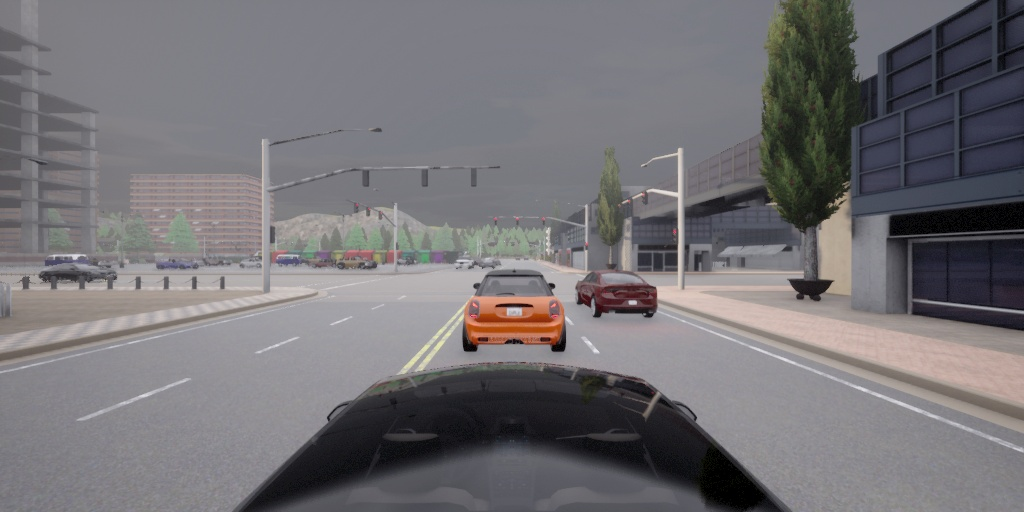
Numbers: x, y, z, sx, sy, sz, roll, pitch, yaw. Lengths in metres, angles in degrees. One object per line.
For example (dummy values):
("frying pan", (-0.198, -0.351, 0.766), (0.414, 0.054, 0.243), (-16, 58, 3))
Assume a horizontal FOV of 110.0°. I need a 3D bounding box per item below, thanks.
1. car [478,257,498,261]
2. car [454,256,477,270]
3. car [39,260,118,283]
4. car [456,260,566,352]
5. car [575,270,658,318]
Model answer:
("car", (-3.615, 1.274, 54.460), (1.812, 1.442, 4.674), (0, 0, 1))
("car", (-7.130, 0.971, 53.763), (2.150, 2.045, 5.566), (0, 0, 2))
("car", (-33.222, 1.275, 27.524), (4.674, 1.442, 1.812), (0, 0, 0))
("car", (0.058, 1.102, 9.072), (2.097, 1.767, 4.553), (0, 0, 0))
("car", (3.568, 1.227, 13.064), (1.882, 1.535, 5.008), (0, 0, 0))
